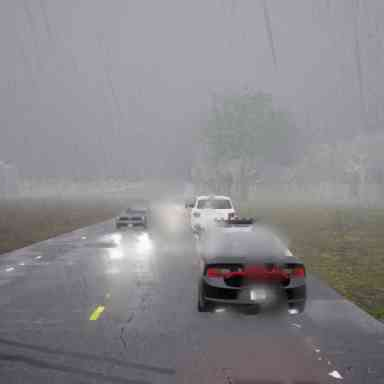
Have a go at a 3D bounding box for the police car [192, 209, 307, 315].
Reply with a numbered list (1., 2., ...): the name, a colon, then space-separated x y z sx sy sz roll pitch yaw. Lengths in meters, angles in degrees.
1. police car: 1.043 1.421 7.811 1.930 1.638 5.238 0 0 0

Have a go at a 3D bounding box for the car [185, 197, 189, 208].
1. car: -0.002 1.480 45.574 2.033 1.411 5.357 0 0 1

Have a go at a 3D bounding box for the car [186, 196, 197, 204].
1. car: -0.058 1.482 60.432 1.895 1.301 4.718 0 0 0

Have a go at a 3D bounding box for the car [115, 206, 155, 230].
1. car: -3.522 1.586 21.177 1.895 1.301 4.718 0 0 0

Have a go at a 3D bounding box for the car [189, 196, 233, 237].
1. car: 1.034 1.213 17.732 2.150 2.045 5.566 0 0 0

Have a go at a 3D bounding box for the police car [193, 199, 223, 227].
1. police car: 1.028 1.407 23.814 1.930 1.638 5.238 0 0 0
